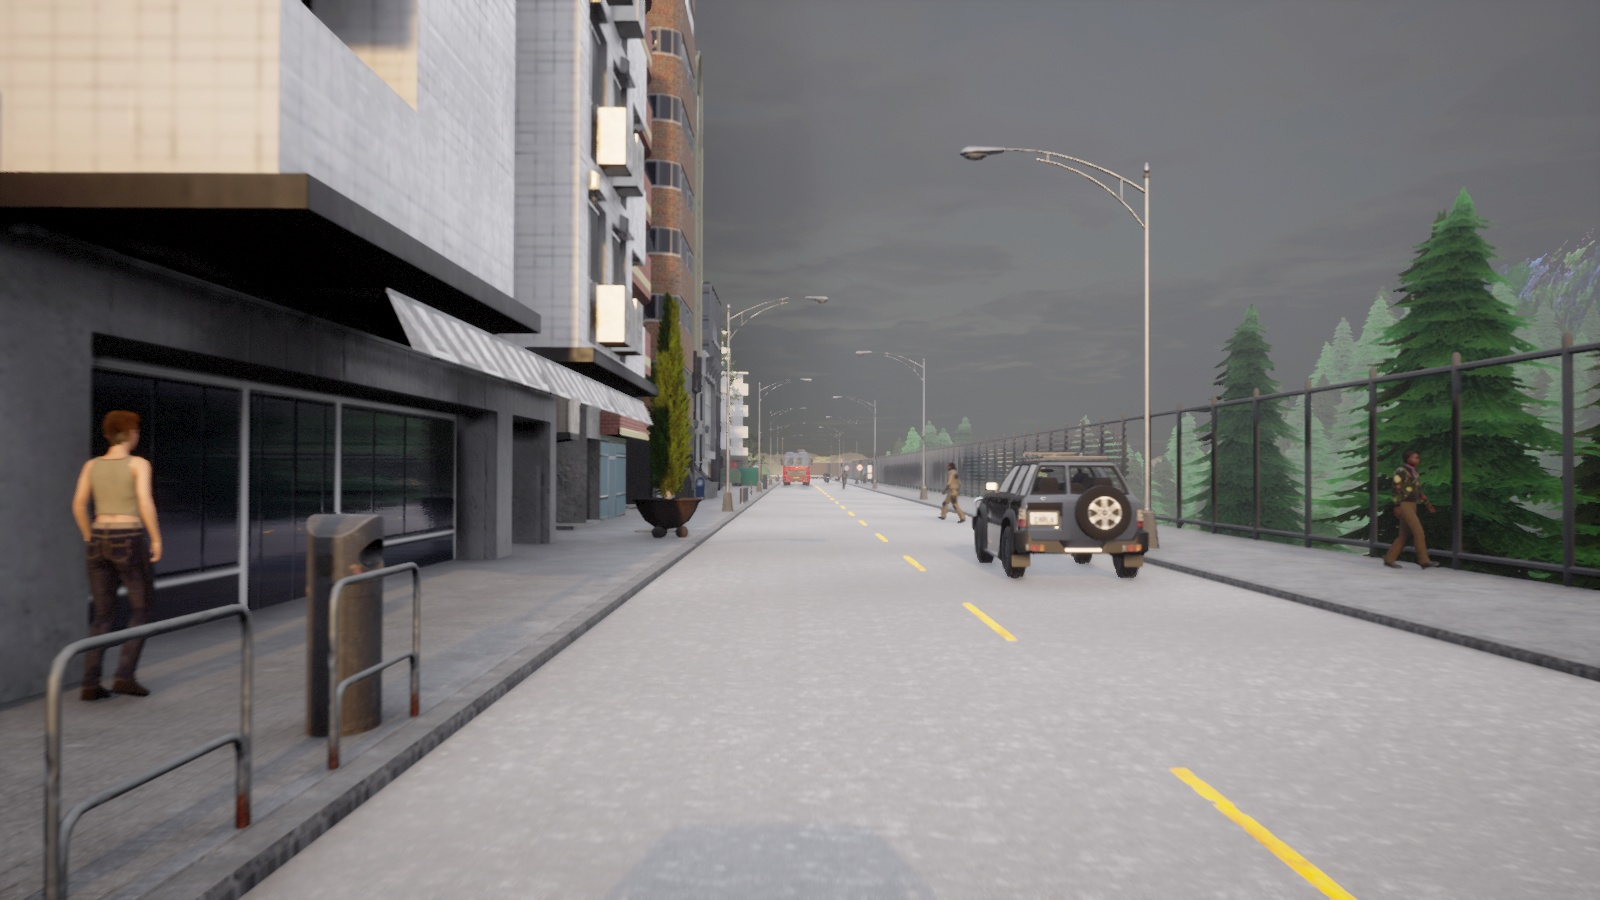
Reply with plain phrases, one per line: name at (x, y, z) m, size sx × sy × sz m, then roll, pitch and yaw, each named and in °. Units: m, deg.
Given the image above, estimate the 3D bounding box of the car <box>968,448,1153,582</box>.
car at (3.946, 0.948, 19.841) m, size 1.932 × 1.855 × 4.605 m, roll 0°, pitch -1°, yaw 0°

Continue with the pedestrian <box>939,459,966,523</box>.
pedestrian at (4.584, 1.229, 37.793) m, size 0.692 × 1.930 × 0.396 m, roll -1°, pitch -1°, yaw 26°

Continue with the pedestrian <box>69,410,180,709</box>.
pedestrian at (-4.309, 0.676, 8.033) m, size 0.345 × 1.836 × 0.594 m, roll 0°, pitch -1°, yaw 6°

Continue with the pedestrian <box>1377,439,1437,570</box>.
pedestrian at (9.148, 0.805, 18.939) m, size 0.395 × 1.930 × 0.692 m, roll 0°, pitch -1°, yaw -35°
